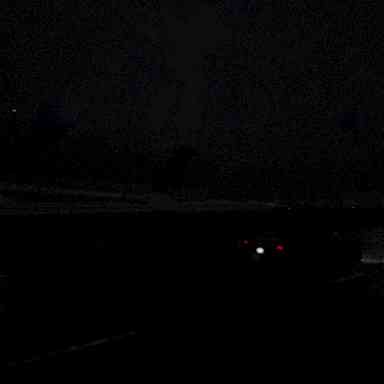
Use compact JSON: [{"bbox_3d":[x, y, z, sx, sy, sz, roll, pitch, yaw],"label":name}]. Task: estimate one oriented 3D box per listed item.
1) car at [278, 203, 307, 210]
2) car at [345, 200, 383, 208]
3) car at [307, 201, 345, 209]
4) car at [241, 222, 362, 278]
[{"bbox_3d":[12.018,1.899,38.360,4.718,1.301,1.895,1,0,-35],"label":"car"},{"bbox_3d":[18.294,1.673,34.235,4.553,1.767,2.097,0,0,-35],"label":"car"},{"bbox_3d":[15.067,1.814,36.234,4.892,1.490,1.837,1,0,-35],"label":"car"},{"bbox_3d":[3.558,1.651,10.586,4.181,1.385,1.994,1,0,-36],"label":"car"}]
